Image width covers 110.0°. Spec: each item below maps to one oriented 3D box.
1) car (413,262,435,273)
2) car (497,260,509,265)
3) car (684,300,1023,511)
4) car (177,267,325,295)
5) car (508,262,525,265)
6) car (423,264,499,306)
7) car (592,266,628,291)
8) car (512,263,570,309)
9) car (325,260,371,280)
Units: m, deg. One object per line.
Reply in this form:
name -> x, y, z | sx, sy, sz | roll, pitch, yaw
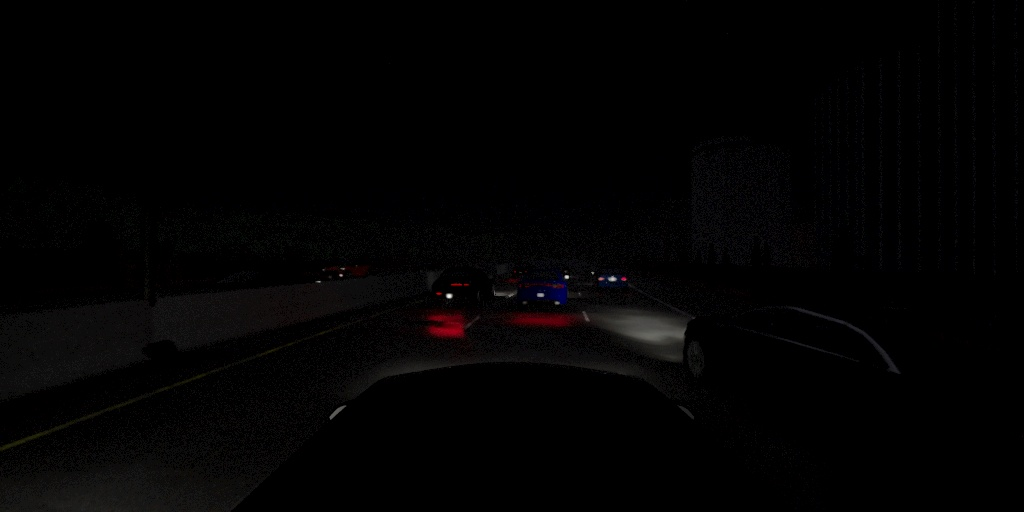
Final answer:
car -> -9.050, 1.373, 38.705 | 1.994, 1.385, 4.181 | 0, 0, 10
car -> -1.433, 1.440, 61.655 | 2.128, 1.511, 4.902 | 0, 0, 10
car -> 3.777, 1.257, 4.197 | 2.128, 1.511, 4.902 | 0, 0, 2
car -> -9.670, 1.209, 13.541 | 1.882, 1.535, 5.008 | 0, 0, 7
car -> 1.162, 1.357, 35.133 | 1.812, 1.442, 4.674 | 0, 0, 10
car -> -2.034, 1.266, 16.010 | 1.837, 1.490, 4.892 | 0, 0, 8
car -> 6.114, 1.354, 22.670 | 2.033, 1.411, 5.357 | 0, 0, 10
car -> 1.375, 1.248, 15.228 | 1.882, 1.535, 5.008 | 0, 0, 8
car -> -14.021, 1.114, 30.584 | 2.097, 1.767, 4.553 | 0, 0, 10
